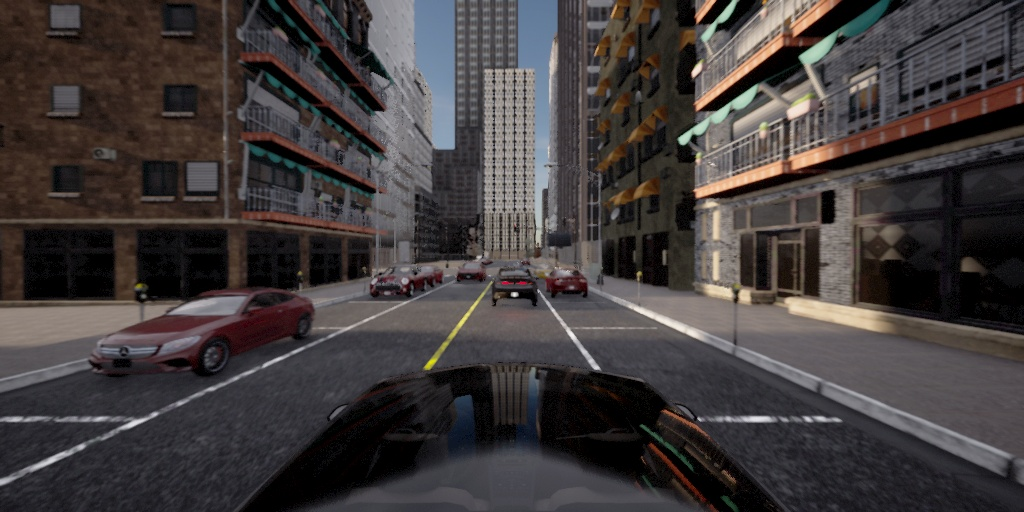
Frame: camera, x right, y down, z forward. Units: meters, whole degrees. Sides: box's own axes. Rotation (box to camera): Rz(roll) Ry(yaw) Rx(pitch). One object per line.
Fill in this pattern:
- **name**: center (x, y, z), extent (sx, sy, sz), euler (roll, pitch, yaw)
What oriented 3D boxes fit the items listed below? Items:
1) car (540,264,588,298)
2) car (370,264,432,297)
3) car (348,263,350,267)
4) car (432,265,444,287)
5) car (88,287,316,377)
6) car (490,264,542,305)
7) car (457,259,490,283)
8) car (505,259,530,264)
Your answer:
- **car**: center (2.689, 1.276, 18.366), extent (1.888, 1.381, 4.507), euler (0, 0, 0)
- **car**: center (-5.692, 1.171, 18.379), extent (1.967, 1.591, 4.097), euler (0, 0, 0)
- **car**: center (-23.836, 1.448, 48.233), extent (4.097, 1.591, 1.967), euler (0, 0, 0)
- **car**: center (-5.693, 1.270, 23.903), extent (1.888, 1.381, 4.507), euler (0, 0, 0)
- **car**: center (-5.692, 1.325, 7.333), extent (1.802, 1.307, 4.207), euler (0, 0, 0)
- **car**: center (0.099, 1.235, 15.769), extent (1.837, 1.490, 4.892), euler (0, -1, 0)
- **car**: center (-3.035, 1.199, 27.630), extent (1.882, 1.535, 5.008), euler (0, 0, 1)
- **car**: center (0.098, 1.211, 29.048), extent (2.128, 1.511, 4.902), euler (0, 0, 0)
